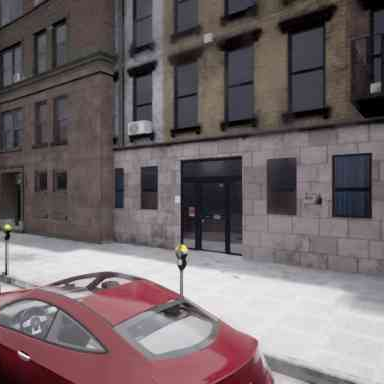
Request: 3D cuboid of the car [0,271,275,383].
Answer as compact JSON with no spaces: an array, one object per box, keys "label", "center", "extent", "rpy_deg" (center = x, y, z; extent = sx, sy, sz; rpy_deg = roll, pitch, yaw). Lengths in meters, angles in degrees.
[{"label":"car","center":[-1.213,1.582,3.684],"extent":[4.206,1.307,1.802],"rpy_deg":[0,0,36]}]
